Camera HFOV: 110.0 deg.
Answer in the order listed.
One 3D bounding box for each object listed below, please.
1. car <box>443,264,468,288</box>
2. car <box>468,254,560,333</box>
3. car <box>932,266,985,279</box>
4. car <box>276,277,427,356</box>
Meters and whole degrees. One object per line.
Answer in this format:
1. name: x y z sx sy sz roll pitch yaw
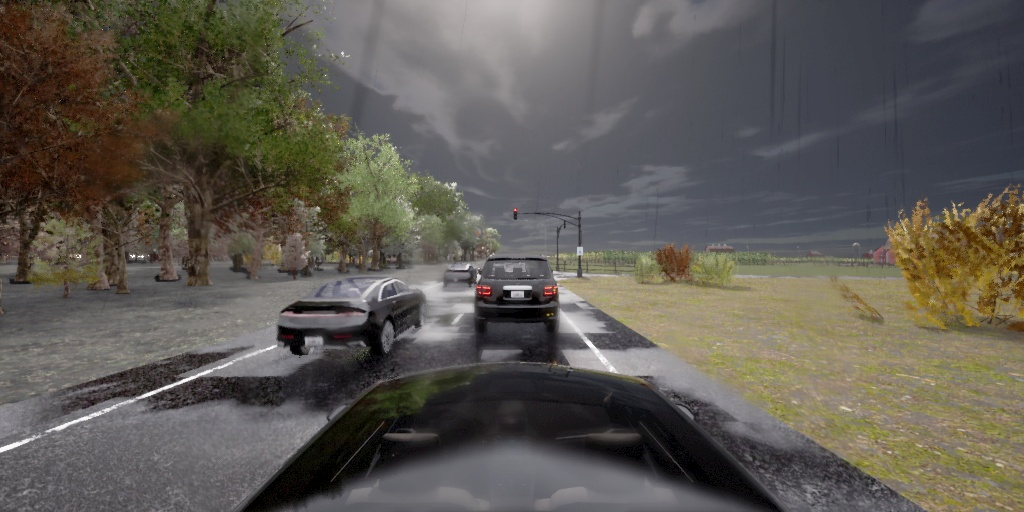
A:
1. car: -3.353 1.247 23.976 2.128 1.511 4.902 0 0 0
2. car: 0.119 0.974 10.910 2.150 2.045 5.566 0 0 0
3. car: 48.592 1.782 39.188 4.892 1.490 1.837 1 -1 0
4. car: -3.385 1.243 8.565 2.128 1.511 4.902 0 0 0
